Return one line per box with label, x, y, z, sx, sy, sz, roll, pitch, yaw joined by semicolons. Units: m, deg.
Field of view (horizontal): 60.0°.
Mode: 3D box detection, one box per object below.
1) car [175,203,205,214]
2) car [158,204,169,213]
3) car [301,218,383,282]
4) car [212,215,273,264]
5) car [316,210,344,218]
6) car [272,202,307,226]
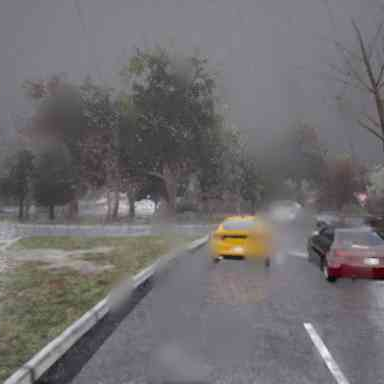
car;-0.461;2.999;60.777;5.566;2.045;2.150;0;-2;14
car;-3.869;3.140;64.854;5.566;2.045;2.150;0;-2;7
car;4.714;1.687;10.031;1.994;1.385;4.181;0;-1;11
car;1.963;1.653;12.602;1.882;1.535;5.008;0;-1;12
car;11.912;2.239;28.576;1.895;1.301;4.718;-1;-2;28
car;8.686;1.887;29.513;2.150;2.045;5.566;-1;-2;29
